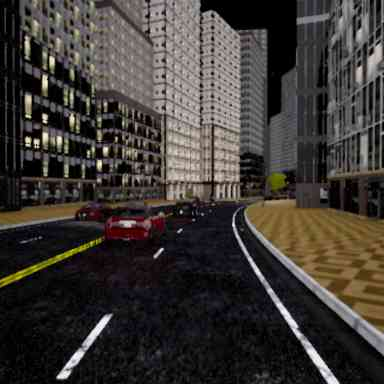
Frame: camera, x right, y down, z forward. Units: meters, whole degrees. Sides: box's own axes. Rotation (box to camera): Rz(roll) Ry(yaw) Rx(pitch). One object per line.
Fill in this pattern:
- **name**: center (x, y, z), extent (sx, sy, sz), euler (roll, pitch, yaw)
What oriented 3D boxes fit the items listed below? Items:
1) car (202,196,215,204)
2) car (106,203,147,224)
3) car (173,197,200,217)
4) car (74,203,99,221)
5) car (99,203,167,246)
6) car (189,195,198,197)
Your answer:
- **car**: center (3.280, 1.648, 66.236), extent (2.128, 1.511, 4.902), euler (0, 0, 16)
- **car**: center (-4.982, 1.592, 25.876), extent (1.994, 1.385, 4.181), euler (0, 0, 7)
- **car**: center (-0.626, 1.562, 32.668), extent (1.837, 1.490, 4.892), euler (0, 0, 8)
- **car**: center (-8.050, 1.584, 27.594), extent (1.994, 1.385, 4.181), euler (0, 0, 7)
- **car**: center (-2.475, 1.371, 15.661), extent (2.097, 1.767, 4.553), euler (0, 0, 4)
- **car**: center (0.205, 1.476, 67.295), extent (2.097, 1.767, 4.553), euler (0, 0, 16)
